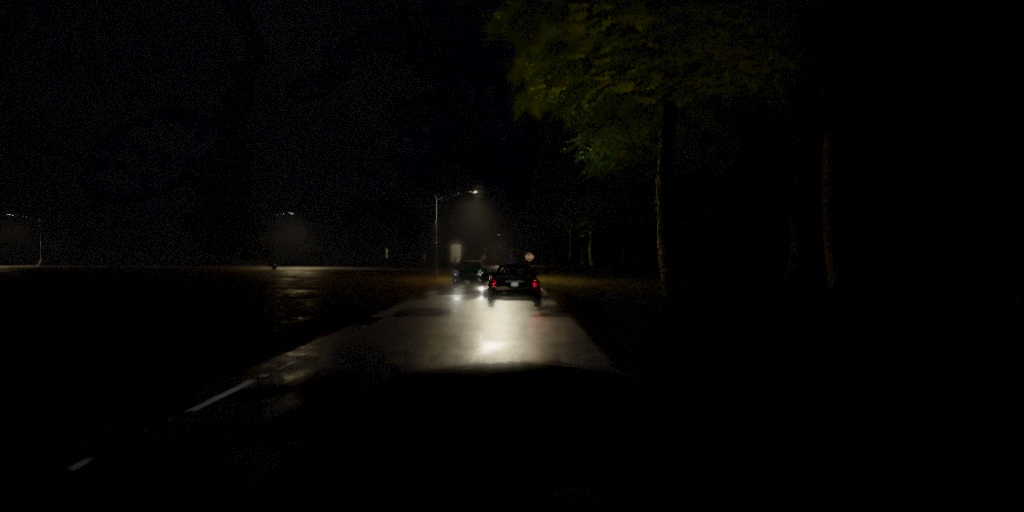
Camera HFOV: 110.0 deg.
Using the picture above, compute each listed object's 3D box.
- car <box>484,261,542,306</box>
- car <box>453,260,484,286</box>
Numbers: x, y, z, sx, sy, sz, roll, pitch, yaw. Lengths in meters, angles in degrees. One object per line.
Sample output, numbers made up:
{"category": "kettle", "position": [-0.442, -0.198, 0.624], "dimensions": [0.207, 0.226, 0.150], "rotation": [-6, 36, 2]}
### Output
{"category": "car", "position": [0.102, 1.086, 15.634], "dimensions": [2.097, 1.767, 4.553], "rotation": [0, 0, 0]}
{"category": "car", "position": [-2.825, 1.092, 25.145], "dimensions": [2.097, 1.767, 4.553], "rotation": [0, 0, 0]}
